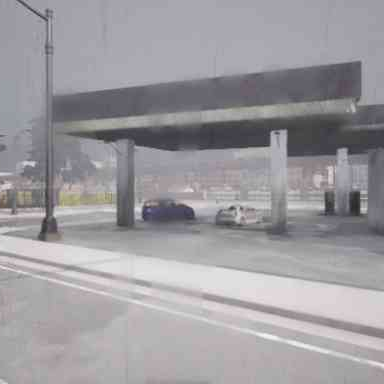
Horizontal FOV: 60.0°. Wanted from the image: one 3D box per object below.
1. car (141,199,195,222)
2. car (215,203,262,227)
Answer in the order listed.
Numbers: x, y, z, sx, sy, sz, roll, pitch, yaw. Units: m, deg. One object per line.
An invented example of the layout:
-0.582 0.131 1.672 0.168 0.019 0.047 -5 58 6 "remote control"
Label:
-1.773 1.369 25.712 2.242 1.667 4.611 0 0 37 "car"
3.306 1.503 22.919 1.970 1.475 3.806 0 0 37 "car"
